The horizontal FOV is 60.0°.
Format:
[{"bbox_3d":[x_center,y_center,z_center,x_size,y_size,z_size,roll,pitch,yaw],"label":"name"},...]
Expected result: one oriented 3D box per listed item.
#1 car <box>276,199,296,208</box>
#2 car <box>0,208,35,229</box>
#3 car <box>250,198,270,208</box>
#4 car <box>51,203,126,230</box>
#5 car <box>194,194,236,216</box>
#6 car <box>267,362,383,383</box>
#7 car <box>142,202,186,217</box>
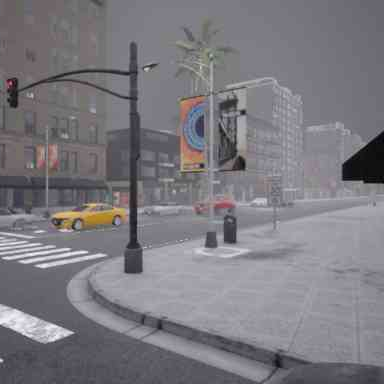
[{"bbox_3d":[13.988,1.697,50.205,1.895,1.301,4.718,0,0,35],"label":"car"},{"bbox_3d":[-11.853,1.602,19.373,1.895,1.301,4.718,0,0,35],"label":"car"},{"bbox_3d":[10.505,1.605,50.930,1.812,1.442,4.674,0,0,36],"label":"car"},{"bbox_3d":[-6.491,1.492,21.324,1.882,1.535,5.008,0,0,35],"label":"car"},{"bbox_3d":[2.486,1.263,34.063,2.150,2.045,5.566,0,0,35],"label":"car"},{"bbox_3d":[2.206,1.551,1.274,4.403,1.369,2.008,0,0,35],"label":"car"},{"bbox_3d":[-2.661,1.629,32.410,1.895,1.301,4.718,0,0,35],"label":"car"}]
